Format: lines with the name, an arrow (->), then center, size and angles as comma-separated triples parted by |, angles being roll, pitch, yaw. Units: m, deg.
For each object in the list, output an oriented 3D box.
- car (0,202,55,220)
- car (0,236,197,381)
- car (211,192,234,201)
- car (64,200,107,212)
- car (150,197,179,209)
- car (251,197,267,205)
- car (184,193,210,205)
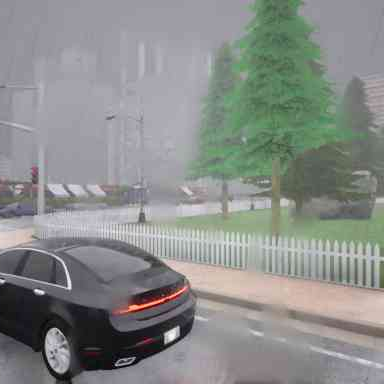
car -> -14.650, 1.548, 28.743 | 2.033, 1.411, 5.357 | 0, 0, 34
car -> -2.211, 1.505, 5.505 | 4.892, 1.490, 1.837 | 0, 0, 36
car -> 5.430, 0.943, 58.458 | 2.150, 2.045, 5.566 | 0, 0, 34
car -> -12.283, 1.601, 38.543 | 1.895, 1.301, 4.718 | 0, 0, 34
car -> -3.664, 1.491, 45.085 | 2.128, 1.511, 4.902 | 0, 0, 34
car -> 10.909, 1.564, 53.883 | 1.994, 1.385, 4.181 | 0, 0, 34
car -> 0.542, 1.477, 57.516 | 1.882, 1.535, 5.008 | 0, 0, 34
